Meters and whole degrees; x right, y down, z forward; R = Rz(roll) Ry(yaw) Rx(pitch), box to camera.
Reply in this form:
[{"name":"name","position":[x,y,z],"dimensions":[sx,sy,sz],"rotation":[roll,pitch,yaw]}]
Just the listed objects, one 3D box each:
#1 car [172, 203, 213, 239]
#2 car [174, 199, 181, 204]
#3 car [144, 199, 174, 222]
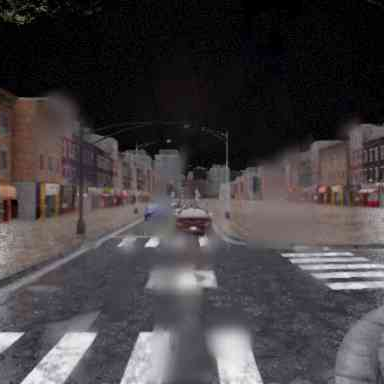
[{"name":"car","position":[0.074,1.566,17.997],"dimensions":[1.882,1.535,5.008],"rotation":[0,0,0]},{"name":"car","position":[-2.850,1.806,53.091],"dimensions":[2.128,1.511,4.902],"rotation":[0,-1,0]},{"name":"car","position":[-2.879,1.619,28.295],"dimensions":[1.882,1.535,5.008],"rotation":[0,0,0]}]
